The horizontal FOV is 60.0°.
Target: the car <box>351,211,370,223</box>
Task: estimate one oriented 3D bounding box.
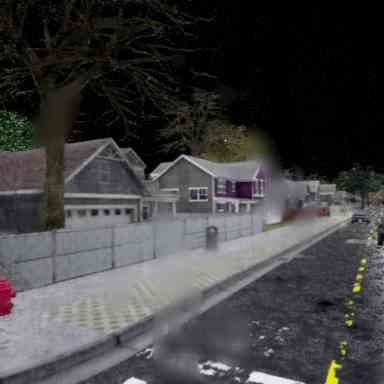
[{"bbox_3d":[20.130,2.937,39.611,2.033,1.411,5.357,-2,-3,29],"label":"car"}]

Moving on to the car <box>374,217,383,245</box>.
[{"bbox_3d":[11.562,2.139,18.839,1.837,1.490,4.892,-2,-3,29],"label":"car"}]
